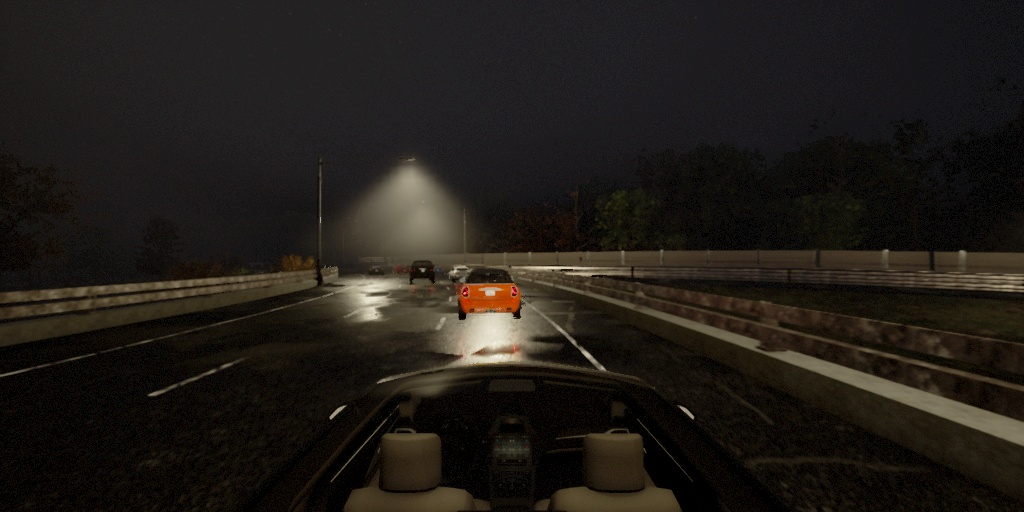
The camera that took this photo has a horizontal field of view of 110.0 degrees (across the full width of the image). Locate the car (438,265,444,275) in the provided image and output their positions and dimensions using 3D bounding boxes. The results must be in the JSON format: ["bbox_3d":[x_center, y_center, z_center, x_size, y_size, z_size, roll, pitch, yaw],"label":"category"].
[{"bbox_3d":[-10.729,1.922,49.020,2.033,1.411,5.357,0,-1,-25],"label":"car"}]

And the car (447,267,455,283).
[{"bbox_3d":[-4.786,1.682,33.147,1.812,1.442,4.674,0,-1,-16],"label":"car"}]

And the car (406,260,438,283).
[{"bbox_3d":[-8.359,1.391,33.083,2.150,2.045,5.566,0,-1,-17],"label":"car"}]

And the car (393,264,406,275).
[{"bbox_3d":[-15.786,1.897,51.286,1.882,1.535,5.008,0,-1,-27],"label":"car"}]

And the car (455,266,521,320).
[{"bbox_3d":[-0.928,1.253,13.681,2.097,1.767,4.553,0,-1,-6],"label":"car"}]

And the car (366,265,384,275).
[{"bbox_3d":[-19.272,1.984,50.372,1.994,1.385,4.181,0,-1,-27],"label":"car"}]
